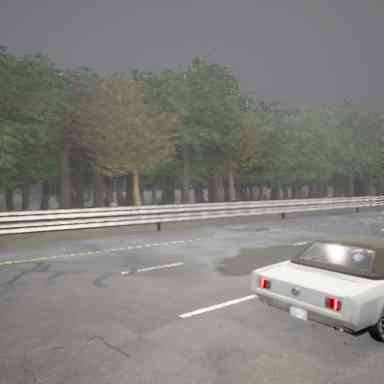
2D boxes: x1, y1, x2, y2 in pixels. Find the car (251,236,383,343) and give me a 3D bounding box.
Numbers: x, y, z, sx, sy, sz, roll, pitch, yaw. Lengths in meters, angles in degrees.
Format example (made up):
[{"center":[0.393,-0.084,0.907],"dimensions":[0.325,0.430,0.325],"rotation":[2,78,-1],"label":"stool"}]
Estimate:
[{"center":[3.417,1.513,6.308],"dimensions":[4.718,1.301,1.895],"rotation":[-1,1,-36],"label":"car"}]
